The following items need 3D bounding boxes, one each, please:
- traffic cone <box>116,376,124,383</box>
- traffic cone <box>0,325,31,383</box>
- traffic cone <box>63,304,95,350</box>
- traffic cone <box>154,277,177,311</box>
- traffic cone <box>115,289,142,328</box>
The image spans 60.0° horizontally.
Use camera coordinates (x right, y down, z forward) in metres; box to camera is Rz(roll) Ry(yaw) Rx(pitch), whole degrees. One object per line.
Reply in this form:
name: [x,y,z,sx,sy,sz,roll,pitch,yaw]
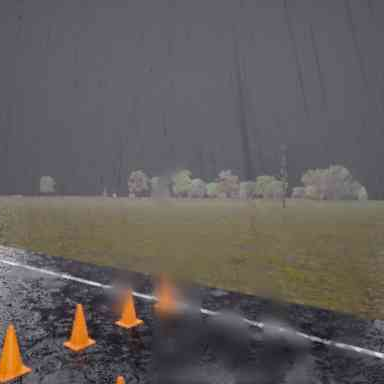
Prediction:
traffic cone: [-0.651,1.972,3.014,0.340,0.580,0.340,0,0,36]
traffic cone: [-2.275,1.976,4.183,0.340,0.580,0.340,0,0,36]
traffic cone: [-1.691,1.981,4.994,0.340,0.580,0.340,0,0,36]
traffic cone: [-0.523,1.992,6.617,0.340,0.580,0.340,0,0,36]
traffic cone: [-1.108,1.987,5.806,0.340,0.580,0.340,0,0,36]
